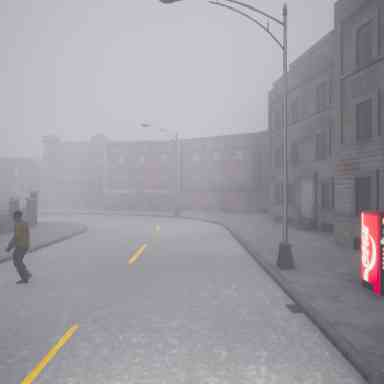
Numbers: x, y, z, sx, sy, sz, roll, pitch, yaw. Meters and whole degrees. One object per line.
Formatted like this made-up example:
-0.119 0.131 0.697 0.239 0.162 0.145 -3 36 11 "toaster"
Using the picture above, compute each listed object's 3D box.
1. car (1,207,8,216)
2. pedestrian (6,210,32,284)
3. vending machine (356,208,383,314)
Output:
-16.643 1.477 26.380 5.008 1.535 1.882 0 0 0 "car"
-4.173 1.294 8.090 0.375 1.860 0.375 0 0 0 "pedestrian"
4.299 1.415 7.146 1.100 2.100 0.880 0 0 0 "vending machine"
